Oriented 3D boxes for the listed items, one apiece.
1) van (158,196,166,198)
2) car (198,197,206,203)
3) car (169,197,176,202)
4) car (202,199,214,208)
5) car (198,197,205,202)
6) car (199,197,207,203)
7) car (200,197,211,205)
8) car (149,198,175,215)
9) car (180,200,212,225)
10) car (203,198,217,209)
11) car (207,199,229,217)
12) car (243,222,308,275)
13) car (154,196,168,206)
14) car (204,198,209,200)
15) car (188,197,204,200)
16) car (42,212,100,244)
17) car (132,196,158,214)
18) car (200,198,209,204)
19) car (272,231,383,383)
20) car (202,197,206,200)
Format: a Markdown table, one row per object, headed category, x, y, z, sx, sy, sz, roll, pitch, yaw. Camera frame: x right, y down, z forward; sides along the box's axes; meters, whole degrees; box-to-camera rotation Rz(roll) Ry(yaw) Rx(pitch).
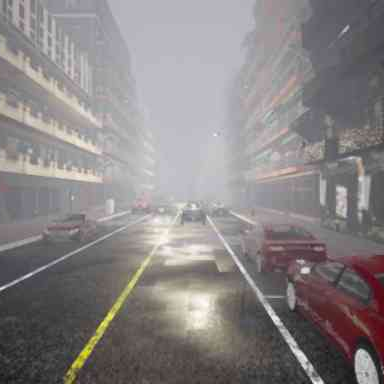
| category | x | y | z | sx | sy | sz | roll | pitch | yaw |
| --- | --- | --- | --- | --- | --- | --- | --- | --- | --- |
| van | -5.681 | 1.638 | 55.817 | 1.690 | 1.788 | 3.998 | 0 | 0 | 0 |
| car | 2.704 | 2.088 | 89.765 | 1.887 | 1.381 | 4.507 | 0 | 0 | 0 |
| car | -5.676 | 2.114 | 95.277 | 1.752 | 1.417 | 4.829 | 0 | 0 | 0 |
| car | 2.699 | 1.878 | 55.793 | 1.802 | 1.307 | 4.206 | 0 | 0 | 0 |
| car | 2.704 | 2.115 | 95.593 | 1.752 | 1.417 | 4.829 | 0 | -1 | 0 |
| car | 2.703 | 2.046 | 84.099 | 1.887 | 1.381 | 4.507 | 0 | 0 | 0 |
| car | 2.701 | 1.815 | 67.113 | 1.967 | 1.590 | 4.097 | 0 | 0 | 0 |
| car | -3.085 | 1.682 | 36.205 | 2.128 | 1.511 | 4.902 | 0 | 0 | 0 |
| car | 0.106 | 1.623 | 25.162 | 2.128 | 1.511 | 4.902 | 0 | 0 | 0 |
| car | 2.699 | 1.703 | 50.130 | 1.967 | 1.590 | 4.097 | 0 | 0 | 0 |
| car | 2.697 | 1.723 | 33.145 | 2.008 | 1.369 | 4.403 | 0 | 0 | 0 |
| car | 2.693 | 1.598 | 10.495 | 1.887 | 1.381 | 4.507 | 0 | 0 | 0 |
| car | -5.681 | 1.651 | 61.477 | 2.192 | 1.841 | 5.009 | 0 | 0 | 0 |
| car | 2.698 | 1.753 | 38.807 | 2.008 | 1.369 | 4.403 | 0 | 0 | 0 |
| car | 0.108 | 1.727 | 45.258 | 2.128 | 1.511 | 4.902 | 0 | 0 | 0 |
| car | -5.687 | 1.666 | 16.179 | 1.802 | 1.307 | 4.206 | 0 | 0 | 0 |
| car | -5.683 | 1.518 | 38.831 | 2.192 | 1.841 | 5.009 | 0 | 0 | 0 |
| car | 2.702 | 1.943 | 72.945 | 1.752 | 1.417 | 4.829 | 0 | 0 | 0 |
| car | 2.692 | 1.569 | 4.834 | 1.887 | 1.381 | 4.507 | 0 | 0 | 0 |
| car | 2.698 | 1.776 | 44.470 | 1.887 | 1.381 | 4.507 | 0 | 0 | 0 |
